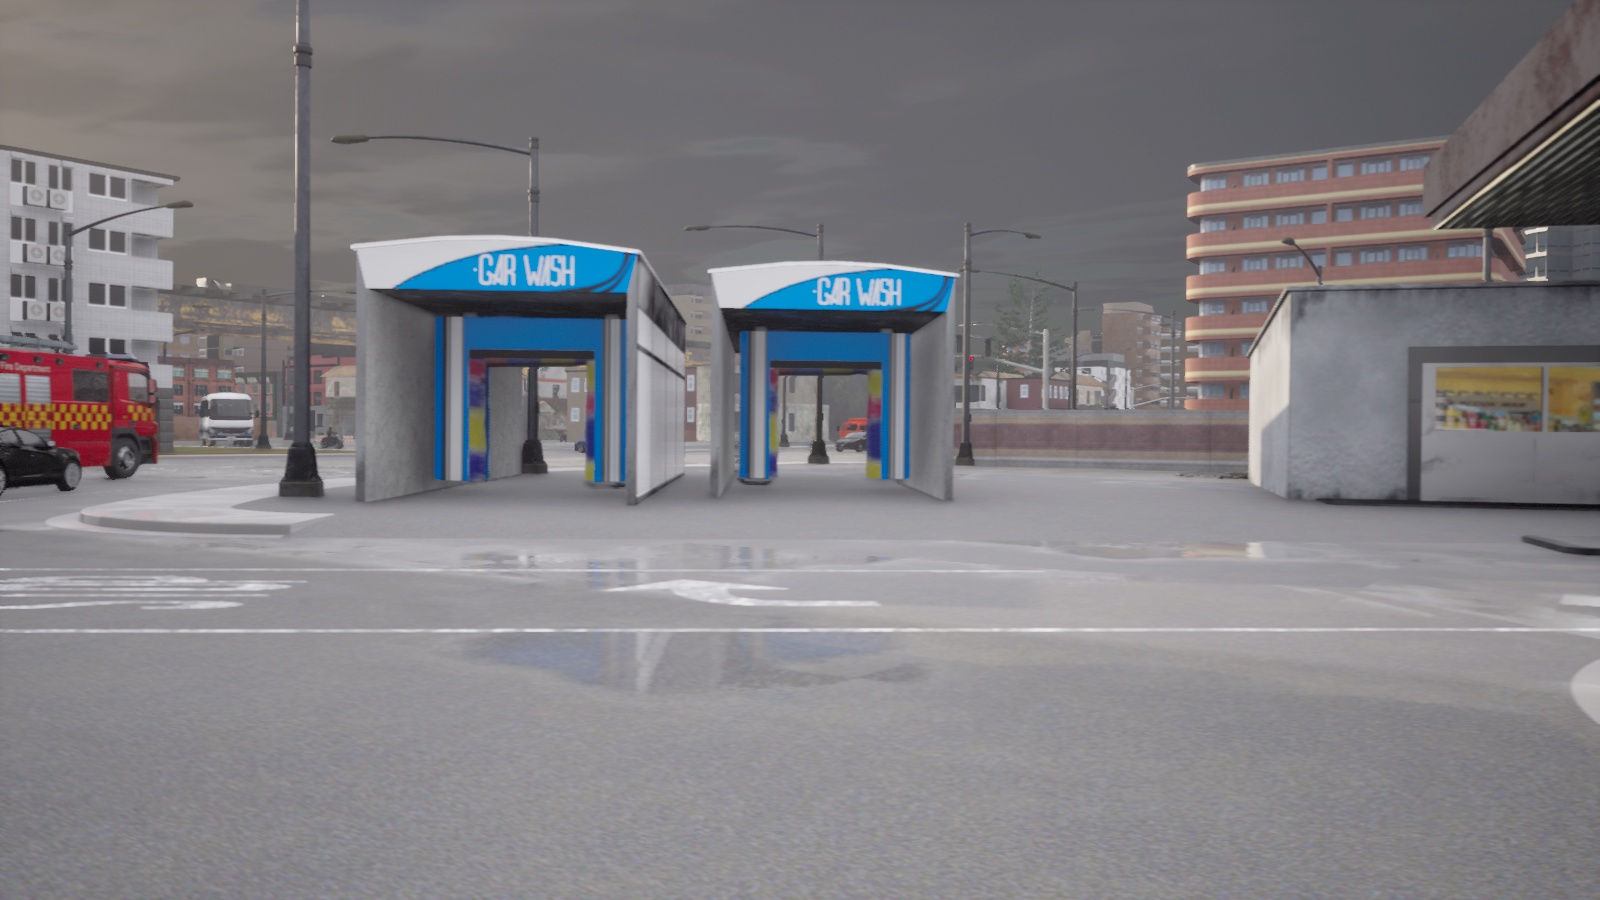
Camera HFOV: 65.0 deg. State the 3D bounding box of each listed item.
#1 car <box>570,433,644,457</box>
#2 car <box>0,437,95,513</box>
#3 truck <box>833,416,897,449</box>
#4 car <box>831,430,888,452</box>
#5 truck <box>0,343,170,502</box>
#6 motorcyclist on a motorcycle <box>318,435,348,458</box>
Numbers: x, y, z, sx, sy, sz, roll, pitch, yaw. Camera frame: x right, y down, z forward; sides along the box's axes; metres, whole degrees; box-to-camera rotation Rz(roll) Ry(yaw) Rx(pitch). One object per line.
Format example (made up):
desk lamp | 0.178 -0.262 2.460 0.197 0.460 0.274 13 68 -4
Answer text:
car | -12.487 -0.310 81.073 4.514 1.525 2.007 0 1 32
car | -17.223 0.500 26.774 1.882 1.535 5.008 -1 1 -4
truck | 5.125 -1.364 98.359 2.627 2.467 5.204 0 2 33
car | 4.349 -0.672 90.845 1.837 1.490 4.892 0 2 34
truck | -20.511 -0.701 33.285 2.891 3.827 8.468 -1 1 3
motorcyclist on a motorcycle | -33.607 -0.244 90.314 2.350 1.649 0.766 0 1 32
